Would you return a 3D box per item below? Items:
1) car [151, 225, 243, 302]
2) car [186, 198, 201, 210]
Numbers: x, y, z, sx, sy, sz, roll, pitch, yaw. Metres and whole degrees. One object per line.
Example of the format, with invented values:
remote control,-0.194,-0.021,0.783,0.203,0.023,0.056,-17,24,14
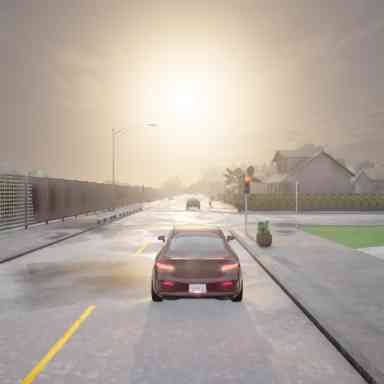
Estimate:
car,0.104,1.526,8.132,1.812,1.442,4.674,0,0,0
car,0.163,1.504,44.107,1.837,1.490,4.892,0,0,0
